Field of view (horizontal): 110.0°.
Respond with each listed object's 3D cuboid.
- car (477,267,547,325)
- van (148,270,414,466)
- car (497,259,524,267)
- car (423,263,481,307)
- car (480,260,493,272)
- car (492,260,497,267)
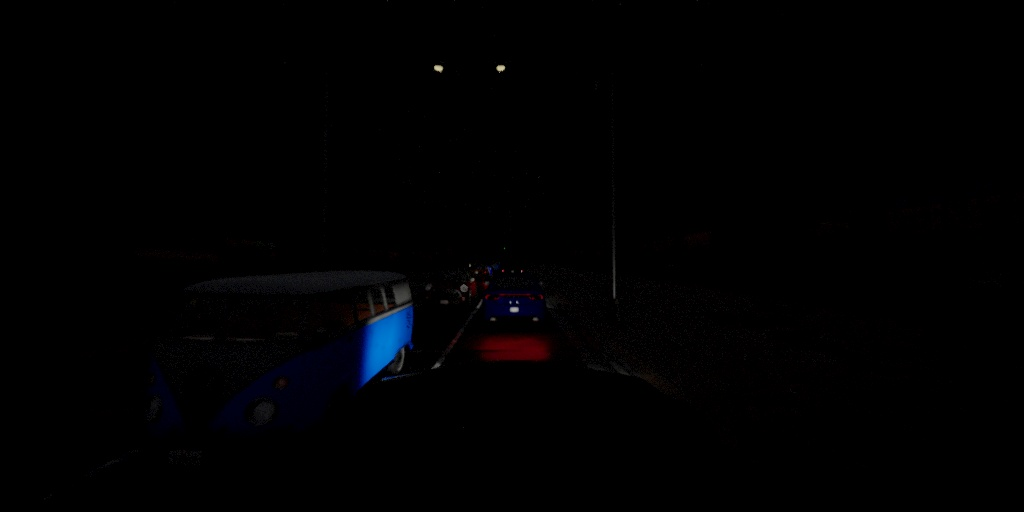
[{"bbox_3d":[0.067,1.303,12.190,1.882,1.535,5.008,0,0,0],"label":"car"},{"bbox_3d":[-2.640,1.115,4.979,1.690,1.789,3.998,0,0,0],"label":"van"},{"bbox_3d":[0.044,1.322,31.698,2.097,1.767,4.553,0,0,0],"label":"car"},{"bbox_3d":[-2.659,1.293,16.049,1.967,1.591,4.097,0,0,0],"label":"car"},{"bbox_3d":[-3.076,1.444,33.765,1.801,1.575,5.366,0,0,0],"label":"car"},{"bbox_3d":[-3.077,1.519,40.577,1.882,1.535,5.008,0,0,0],"label":"car"}]
